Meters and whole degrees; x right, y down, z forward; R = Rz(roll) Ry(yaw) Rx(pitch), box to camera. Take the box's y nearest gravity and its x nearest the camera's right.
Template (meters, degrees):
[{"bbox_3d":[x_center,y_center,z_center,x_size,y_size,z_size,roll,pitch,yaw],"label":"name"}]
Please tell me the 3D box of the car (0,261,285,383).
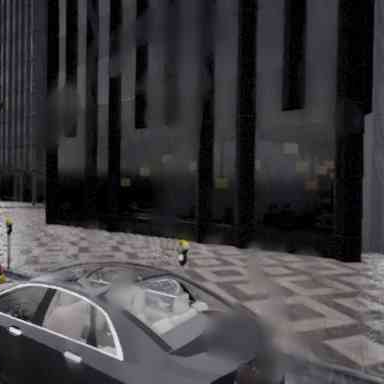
[{"bbox_3d":[-1.207,1.501,3.799,4.403,1.369,2.008,1,1,35],"label":"car"}]
